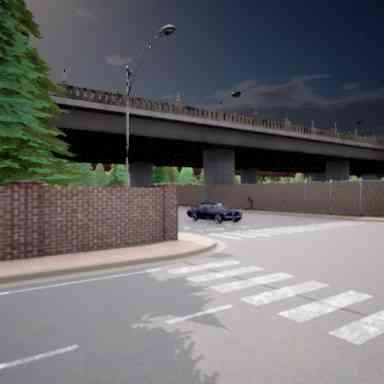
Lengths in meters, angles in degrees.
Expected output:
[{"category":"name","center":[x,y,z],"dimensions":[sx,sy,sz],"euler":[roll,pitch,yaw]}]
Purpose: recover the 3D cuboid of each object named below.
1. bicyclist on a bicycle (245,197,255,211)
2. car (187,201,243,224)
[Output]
[{"category":"bicyclist on a bicycle","center":[6.517,1.338,37.395],"dimensions":[1.656,1.620,0.582],"euler":[0,0,-35]},{"category":"car","center":[1.648,1.646,25.271],"dimensions":[1.895,1.301,4.718],"euler":[0,0,-35]}]
